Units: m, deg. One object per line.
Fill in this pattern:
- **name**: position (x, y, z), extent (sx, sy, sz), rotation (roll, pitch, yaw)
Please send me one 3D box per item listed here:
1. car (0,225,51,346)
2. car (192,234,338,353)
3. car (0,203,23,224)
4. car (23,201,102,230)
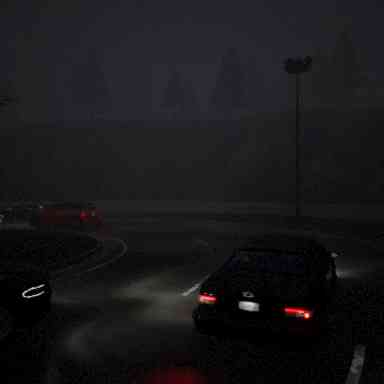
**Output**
- **car**: position (-4.714, 1.485, 4.713), extent (5.008, 1.535, 1.882), rotation (0, 0, -30)
- **car**: position (1.804, 1.579, 6.693), extent (2.033, 1.411, 5.357), rotation (0, 0, 25)
- **car**: position (-12.600, 1.576, 25.267), extent (4.892, 1.490, 1.837), rotation (0, -2, -5)
- **car**: position (-8.161, 1.418, 21.453), extent (4.553, 1.767, 2.097), rotation (0, 0, 21)
